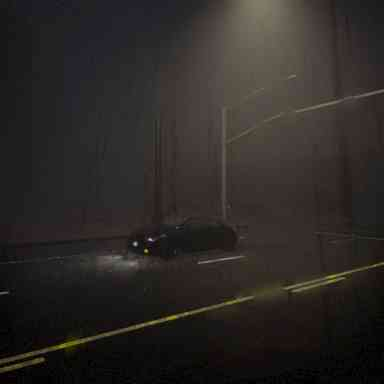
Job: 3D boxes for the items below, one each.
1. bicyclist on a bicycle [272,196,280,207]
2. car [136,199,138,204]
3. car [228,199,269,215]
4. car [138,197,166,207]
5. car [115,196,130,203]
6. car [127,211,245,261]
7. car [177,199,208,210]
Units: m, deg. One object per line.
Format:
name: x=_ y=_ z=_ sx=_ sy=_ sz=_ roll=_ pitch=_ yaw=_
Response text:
bicyclist on a bicycle: x=11.471 y=1.303 z=45.507 sx=1.656 sy=1.620 sz=0.582 roll=0 pitch=0 yaw=-36
car: x=-8.638 y=1.564 z=61.031 sx=1.994 sy=1.385 sz=4.181 roll=0 pitch=0 yaw=-35
car: x=5.830 y=1.491 z=34.508 sx=2.128 sy=1.511 sz=4.902 roll=0 pitch=0 yaw=-36
car: x=-5.821 y=1.478 z=50.833 sx=1.882 sy=1.535 sz=5.008 roll=0 pitch=0 yaw=-35
car: x=-14.451 y=1.468 z=69.080 sx=1.812 sy=1.442 sz=4.674 roll=0 pitch=0 yaw=-36
car: x=-0.277 y=1.564 z=12.374 sx=4.181 sy=1.385 sz=1.994 roll=0 pitch=0 yaw=-35
car: x=0.045 y=1.601 z=42.607 sx=1.895 sy=1.301 sz=4.718 roll=0 pitch=0 yaw=-36
